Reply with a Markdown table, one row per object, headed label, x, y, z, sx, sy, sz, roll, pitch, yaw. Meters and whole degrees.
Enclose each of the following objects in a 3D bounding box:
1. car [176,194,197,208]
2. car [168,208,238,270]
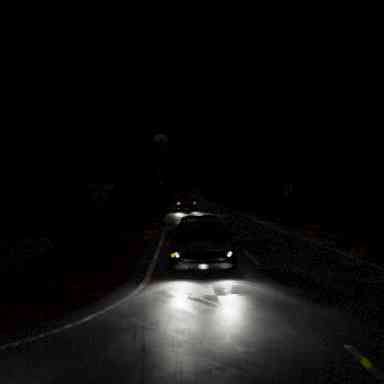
| label | x | y | z | sx | sy | sz | roll | pitch | yaw |
| --- | --- | --- | --- | --- | --- | --- | --- | --- | --- |
| car | -0.652 | 1.151 | 35.835 | 2.097 | 1.767 | 4.553 | -1 | 0 | -2 |
| car | 0.288 | 1.496 | 11.113 | 2.033 | 1.411 | 5.357 | -1 | 0 | 0 |
